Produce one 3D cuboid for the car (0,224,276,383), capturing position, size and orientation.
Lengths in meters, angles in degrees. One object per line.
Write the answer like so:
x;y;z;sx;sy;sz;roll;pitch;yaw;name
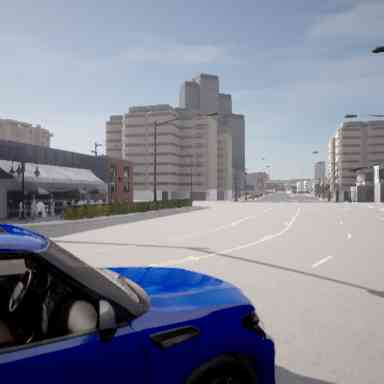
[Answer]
-1.838;1.230;2.430;5.566;2.045;2.150;0;0;-36;car
